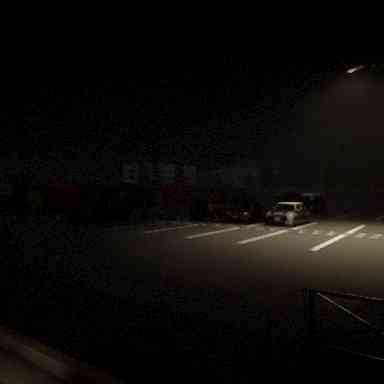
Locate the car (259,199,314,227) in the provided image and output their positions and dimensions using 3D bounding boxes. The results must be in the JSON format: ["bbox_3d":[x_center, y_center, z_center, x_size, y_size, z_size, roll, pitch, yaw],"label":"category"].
[{"bbox_3d":[6.292,1.446,21.853,1.970,1.475,3.806,0,0,36],"label":"car"}]

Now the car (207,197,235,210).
[{"bbox_3d":[3.774,1.405,42.290,1.784,1.438,3.905,0,0,36],"label":"car"}]

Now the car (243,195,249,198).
[{"bbox_3d":[6.083,1.197,40.539,1.932,1.855,4.605,0,0,36],"label":"car"}]

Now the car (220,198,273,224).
[{"bbox_3d":[3.947,1.412,23.552,1.784,1.438,3.905,0,0,36],"label":"car"}]

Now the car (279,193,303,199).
[{"bbox_3d":[16.342,1.199,54.741,1.905,1.878,3.866,0,0,36],"label":"car"}]

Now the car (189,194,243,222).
[{"bbox_3d":[1.745,1.200,25.085,1.932,1.855,4.605,0,0,36],"label":"car"}]

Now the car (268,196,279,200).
[{"bbox_3d":[14.004,1.436,56.449,1.970,1.475,3.806,0,0,36],"label":"car"}]
